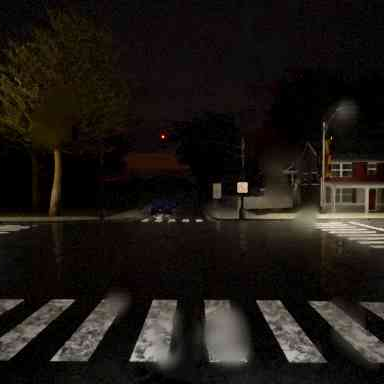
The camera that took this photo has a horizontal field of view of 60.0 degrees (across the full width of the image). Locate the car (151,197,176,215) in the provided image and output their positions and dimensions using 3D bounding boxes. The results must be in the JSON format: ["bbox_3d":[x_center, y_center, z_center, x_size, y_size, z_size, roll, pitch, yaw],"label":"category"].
[{"bbox_3d":[-2.982,1.447,33.834,1.882,1.535,5.008,0,0,0],"label":"car"}]

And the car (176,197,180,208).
[{"bbox_3d":[-2.945,1.460,44.136,1.837,1.490,4.892,0,0,0],"label":"car"}]

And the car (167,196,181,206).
[{"bbox_3d":[-2.903,1.484,54.765,2.033,1.411,5.357,0,0,0],"label":"car"}]
